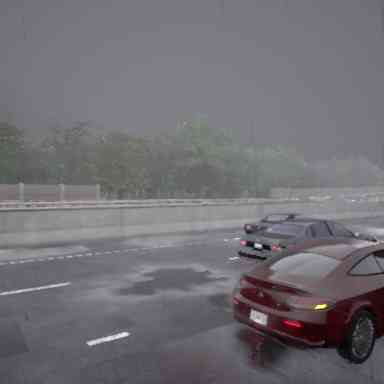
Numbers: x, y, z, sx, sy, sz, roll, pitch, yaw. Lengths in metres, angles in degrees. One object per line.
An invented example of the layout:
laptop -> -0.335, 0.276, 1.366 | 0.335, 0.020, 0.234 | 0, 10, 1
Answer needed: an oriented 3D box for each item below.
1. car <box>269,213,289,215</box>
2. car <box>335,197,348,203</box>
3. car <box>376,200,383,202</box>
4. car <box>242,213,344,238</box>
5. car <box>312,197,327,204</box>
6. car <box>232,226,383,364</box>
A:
car -> 4.777, 1.634, 15.749 | 4.718, 1.301, 1.895 | 0, 0, -35
car -> 34.737, 1.783, 77.251 | 1.895, 1.301, 4.718 | 1, 1, 39
car -> 32.641, 2.026, 57.236 | 4.718, 1.301, 1.895 | 1, -1, -35
car -> 3.911, 1.571, 10.833 | 5.357, 1.411, 2.033 | 0, 0, -35
car -> 24.918, 1.776, 64.862 | 1.812, 1.442, 4.674 | 1, 1, 38
car -> 2.775, 1.540, 5.847 | 4.674, 1.442, 1.812 | 0, 0, -35
